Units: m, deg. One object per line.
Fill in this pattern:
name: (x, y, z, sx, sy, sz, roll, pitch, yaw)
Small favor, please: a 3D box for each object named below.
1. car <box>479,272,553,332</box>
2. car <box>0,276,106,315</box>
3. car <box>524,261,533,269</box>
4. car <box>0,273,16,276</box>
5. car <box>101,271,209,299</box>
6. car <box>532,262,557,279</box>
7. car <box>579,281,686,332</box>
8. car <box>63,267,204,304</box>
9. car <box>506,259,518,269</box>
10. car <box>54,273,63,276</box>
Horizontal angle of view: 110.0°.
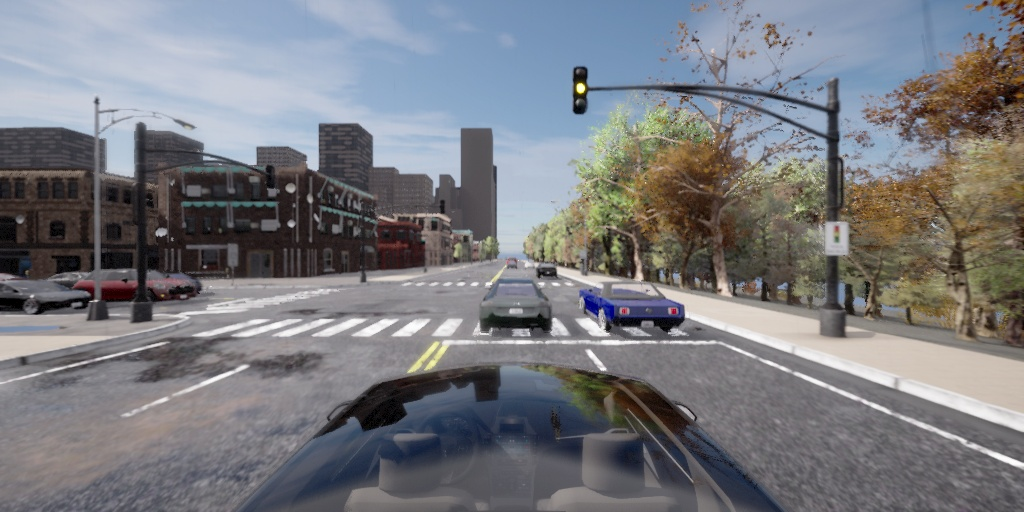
car: (0.105, 1.368, 11.053, 1.994, 1.385, 4.181, 0, 0, 0)
car: (-19.940, 1.642, 14.648, 4.313, 1.339, 1.948, 0, 0, 0)
car: (3.280, 1.627, 65.156, 1.812, 1.442, 4.674, 0, 0, 0)
car: (-33.804, 1.782, 23.173, 4.207, 1.307, 1.802, 0, 0, 0)
car: (-20.280, 1.619, 20.504, 4.181, 1.385, 1.994, -1, 0, 1)
car: (3.368, 1.419, 35.819, 1.882, 1.535, 5.008, 0, 0, 0)
car: (3.355, 1.404, 11.080, 1.895, 1.301, 4.718, 0, 0, 0)
car: (-18.022, 1.395, 17.299, 4.553, 1.767, 2.097, -1, 0, 2)
car: (0.030, 1.646, 64.646, 2.033, 1.411, 5.357, 0, 0, 0)
car: (-28.269, 1.687, 23.164, 4.403, 1.370, 2.007, 0, 0, 0)
